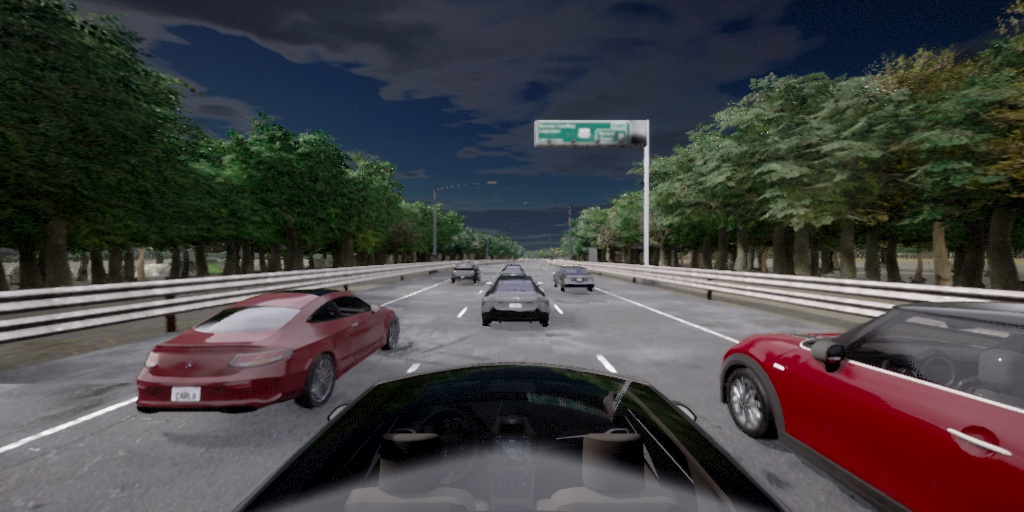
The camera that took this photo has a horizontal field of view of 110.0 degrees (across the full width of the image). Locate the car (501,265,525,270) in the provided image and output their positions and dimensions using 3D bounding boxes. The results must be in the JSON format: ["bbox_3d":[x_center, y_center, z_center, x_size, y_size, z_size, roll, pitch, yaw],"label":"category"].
[{"bbox_3d":[0.089,1.341,27.857,1.994,1.385,4.181,0,0,0],"label":"car"}]

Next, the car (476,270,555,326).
[{"bbox_3d":[0.096,1.318,11.754,1.994,1.385,4.181,0,0,0],"label":"car"}]

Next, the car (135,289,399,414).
[{"bbox_3d":[-3.401,1.277,6.041,1.812,1.442,4.674,0,0,0],"label":"car"}]

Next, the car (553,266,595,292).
[{"bbox_3d":[3.592,1.312,21.605,2.033,1.411,5.357,0,0,0],"label":"car"}]

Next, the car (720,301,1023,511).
[{"bbox_3d":[3.600,1.103,2.548,2.097,1.767,4.553,0,0,0],"label":"car"}]

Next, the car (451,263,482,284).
[{"bbox_3d":[-3.410,1.267,27.248,2.128,1.511,4.902,0,0,0],"label":"car"}]
